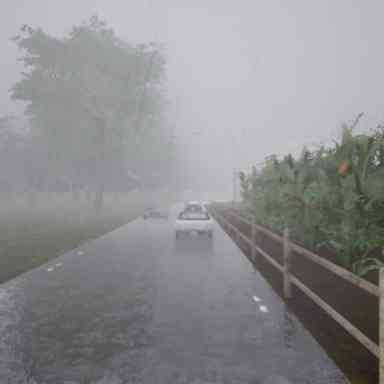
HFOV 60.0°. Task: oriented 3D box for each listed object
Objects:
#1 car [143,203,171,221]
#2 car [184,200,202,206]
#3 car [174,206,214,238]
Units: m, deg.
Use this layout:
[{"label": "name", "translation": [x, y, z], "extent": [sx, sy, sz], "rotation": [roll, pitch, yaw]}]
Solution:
[{"label": "car", "translation": [-2.838, 1.594, 27.383], "extent": [1.994, 1.385, 4.181], "rotation": [0, 0, 0]}, {"label": "car", "translation": [0.100, 1.564, 35.458], "extent": [1.812, 1.442, 4.674], "rotation": [0, 0, 0]}, {"label": "car", "translation": [0.100, 1.617, 17.670], "extent": [1.895, 1.301, 4.718], "rotation": [0, 0, 0]}]
